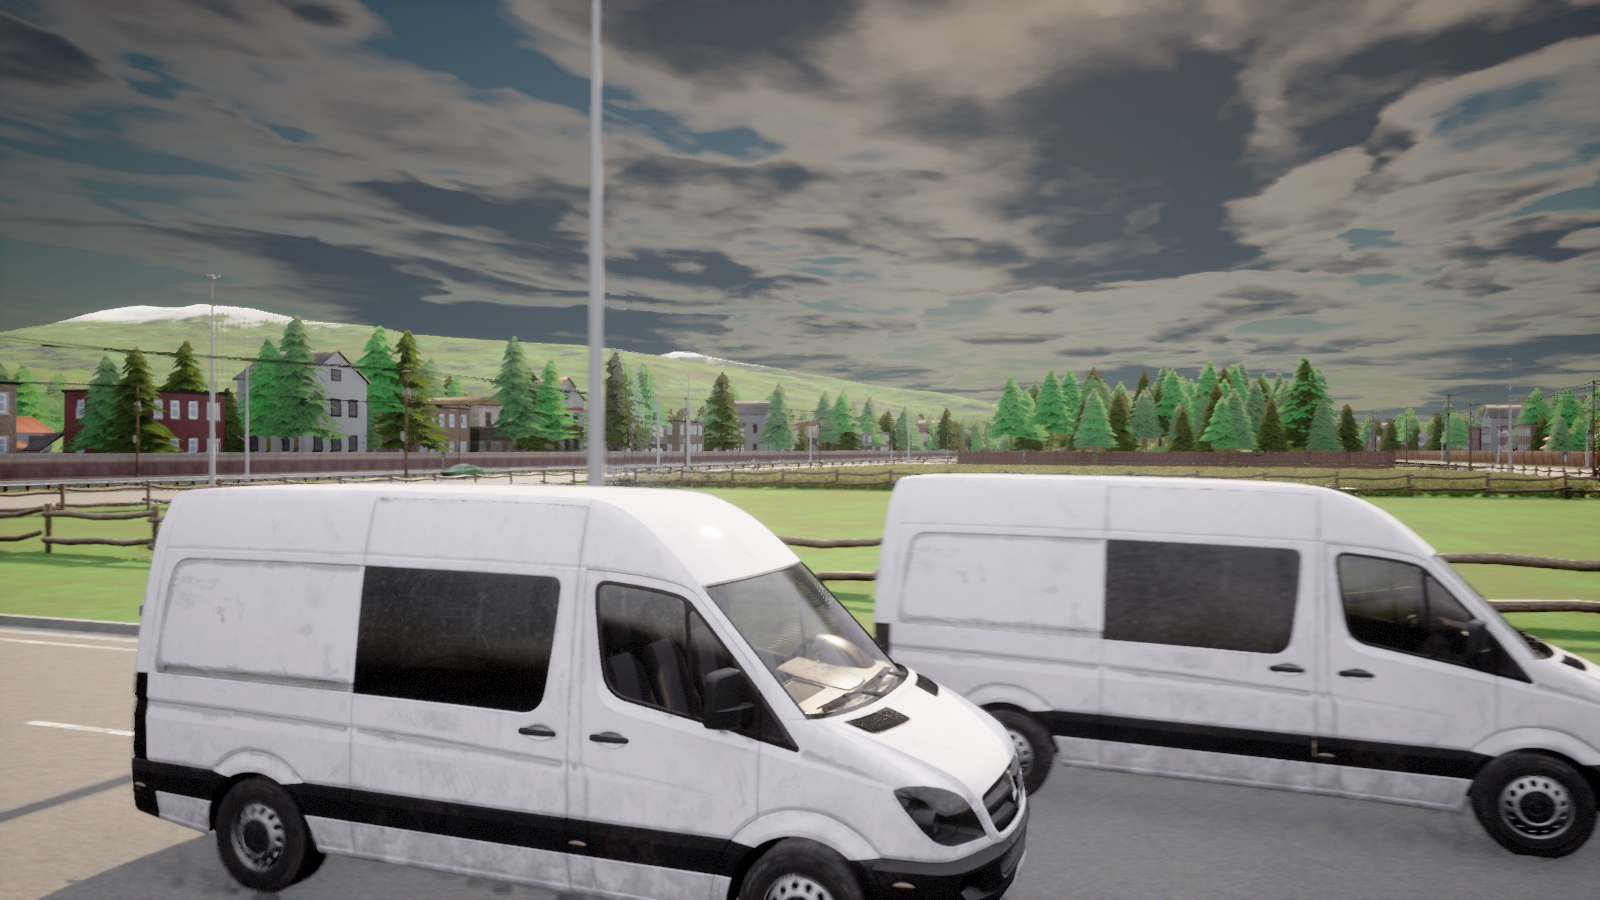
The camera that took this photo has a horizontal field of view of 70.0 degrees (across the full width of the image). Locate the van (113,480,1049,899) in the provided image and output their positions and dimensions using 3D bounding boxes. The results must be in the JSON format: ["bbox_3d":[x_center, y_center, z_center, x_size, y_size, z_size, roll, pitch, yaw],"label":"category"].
[{"bbox_3d":[-1.483,1.534,7.575,5.915,2.561,1.988,0,0,20],"label":"van"}]

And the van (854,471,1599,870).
[{"bbox_3d":[3.587,1.530,9.455,5.915,2.561,1.988,1,0,20],"label":"van"}]
